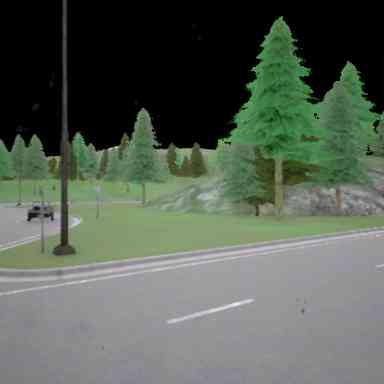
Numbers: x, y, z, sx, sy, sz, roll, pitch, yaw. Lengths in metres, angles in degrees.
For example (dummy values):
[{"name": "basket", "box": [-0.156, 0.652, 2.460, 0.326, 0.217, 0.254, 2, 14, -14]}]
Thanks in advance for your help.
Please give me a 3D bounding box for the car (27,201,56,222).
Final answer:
[{"name": "car", "box": [-12.119, 1.501, 26.734, 1.837, 1.490, 4.892, 0, 0, -23]}]
